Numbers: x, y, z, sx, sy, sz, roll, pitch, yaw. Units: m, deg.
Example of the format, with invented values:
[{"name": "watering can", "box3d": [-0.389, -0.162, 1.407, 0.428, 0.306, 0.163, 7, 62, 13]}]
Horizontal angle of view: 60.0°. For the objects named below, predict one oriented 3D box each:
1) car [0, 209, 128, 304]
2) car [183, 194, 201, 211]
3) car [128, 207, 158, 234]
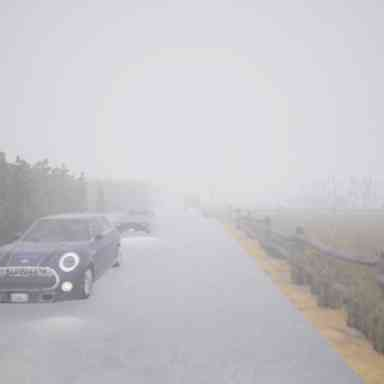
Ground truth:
[{"name": "car", "box3d": [-3.198, 1.371, 8.415, 2.097, 1.767, 4.553, 0, 0, 0]}, {"name": "car", "box3d": [0.026, 1.306, 43.225, 2.150, 2.045, 5.566, 0, 0, 0]}, {"name": "car", "box3d": [-3.133, 1.587, 19.785, 2.033, 1.411, 5.357, 0, 0, 0]}]
